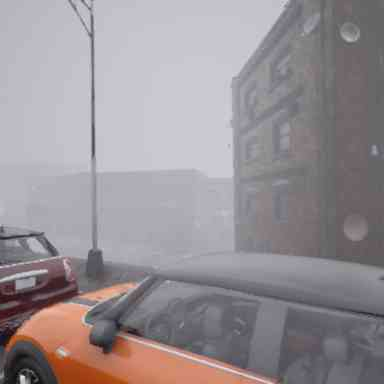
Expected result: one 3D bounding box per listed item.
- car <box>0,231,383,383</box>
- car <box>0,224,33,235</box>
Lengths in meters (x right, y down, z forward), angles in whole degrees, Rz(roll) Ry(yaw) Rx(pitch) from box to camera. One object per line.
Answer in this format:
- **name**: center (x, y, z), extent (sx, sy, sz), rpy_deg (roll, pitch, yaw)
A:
- **car**: center (0.247, 1.371, 3.075), extent (4.553, 1.767, 2.185), rpy_deg (-1, 0, 35)
- **car**: center (-4.248, 1.430, 6.279), extent (4.553, 1.767, 2.185), rpy_deg (-1, 0, 35)
